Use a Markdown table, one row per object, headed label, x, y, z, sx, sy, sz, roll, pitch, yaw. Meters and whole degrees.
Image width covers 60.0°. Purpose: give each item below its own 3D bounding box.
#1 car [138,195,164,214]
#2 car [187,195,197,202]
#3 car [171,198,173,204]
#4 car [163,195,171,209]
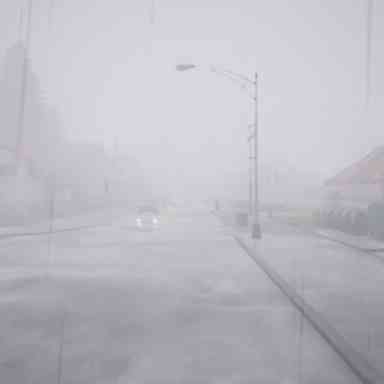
| label | x | y | z | sx | sy | sz | roll | pitch | yaw |
| --- | --- | --- | --- | --- | --- | --- | --- | --- | --- |
| car | -4.105 | 1.354 | 32.792 | 1.837 | 1.490 | 4.892 | 0 | 0 | 0 |
| car | -0.019 | 1.272 | 68.601 | 1.895 | 1.301 | 4.718 | -1 | 1 | 0 |
| car | -4.075 | 1.251 | 52.127 | 2.128 | 1.511 | 4.902 | 0 | 0 | 0 |
| car | -4.102 | 1.332 | 42.003 | 1.812 | 1.442 | 4.674 | 0 | 0 | 0 |
